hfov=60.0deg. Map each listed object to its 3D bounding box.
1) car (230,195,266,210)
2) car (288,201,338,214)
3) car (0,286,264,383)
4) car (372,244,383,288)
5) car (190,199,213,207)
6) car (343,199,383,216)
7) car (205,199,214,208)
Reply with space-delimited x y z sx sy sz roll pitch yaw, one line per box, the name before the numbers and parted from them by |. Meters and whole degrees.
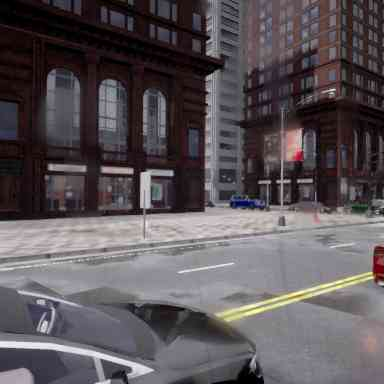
car | 7.512 1.445 45.399 2.150 2.045 5.566 1 -1 -35
car | 13.390 1.725 37.122 2.033 1.411 5.357 1 -1 -35
car | -1.569 1.492 2.326 4.902 1.511 2.128 0 0 -35
car | 6.260 1.489 7.897 5.008 1.535 1.882 0 0 -35
car | 1.675 1.892 59.119 1.994 1.385 4.181 1 -1 -35
car | 18.526 1.549 35.454 2.097 1.767 4.553 1 -1 -36
car | 1.694 1.834 53.592 1.994 1.385 4.181 1 -1 -35
